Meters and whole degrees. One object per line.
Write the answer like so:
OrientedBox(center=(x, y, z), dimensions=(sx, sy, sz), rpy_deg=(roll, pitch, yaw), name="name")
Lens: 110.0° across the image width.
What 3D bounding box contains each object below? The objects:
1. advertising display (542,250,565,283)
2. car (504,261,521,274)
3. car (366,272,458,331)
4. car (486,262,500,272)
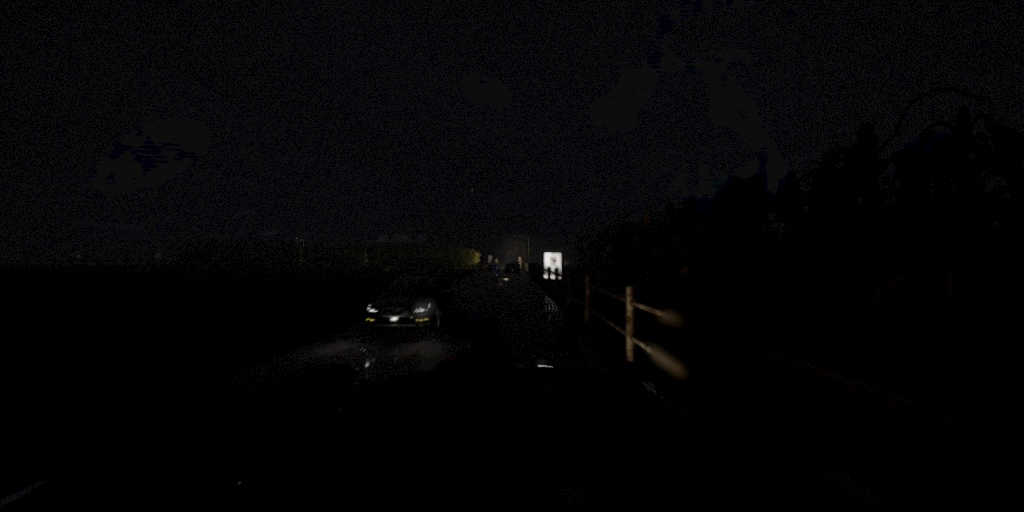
OrientedBox(center=(3.124, 0.870, 27.913), dimensions=(1.540, 2.440, 0.280), rpy_deg=(0, 0, 0), name="advertising display")
OrientedBox(center=(0.068, 1.499, 45.144), dimensions=(2.128, 1.511, 4.902), rpy_deg=(0, -1, 0), name="car")
OrientedBox(center=(-2.849, 1.277, 11.110), dimensions=(1.837, 1.490, 4.892), rpy_deg=(0, 0, 0), name="car")
OrientedBox(center=(-2.801, 1.679, 54.303), dimensions=(2.033, 1.411, 5.357), rpy_deg=(0, -1, 1), name="car")
